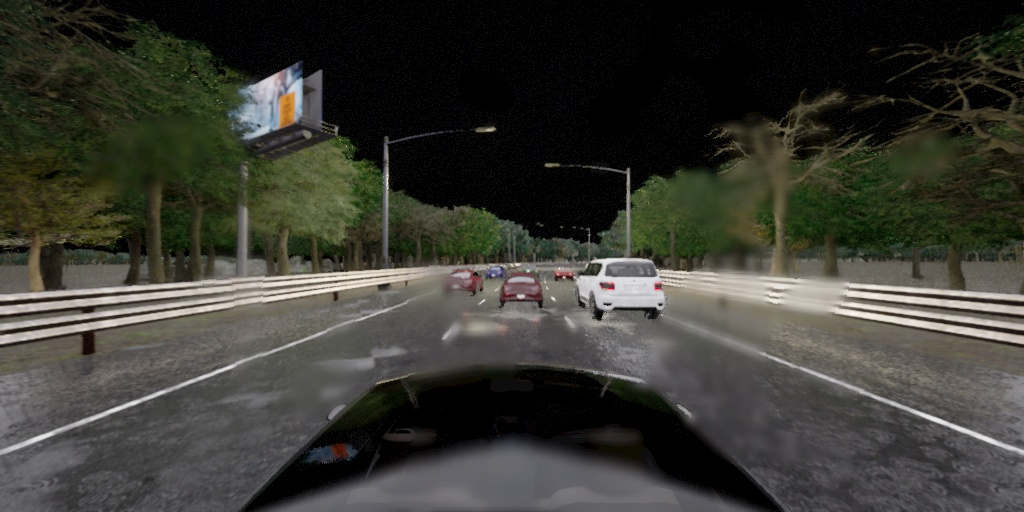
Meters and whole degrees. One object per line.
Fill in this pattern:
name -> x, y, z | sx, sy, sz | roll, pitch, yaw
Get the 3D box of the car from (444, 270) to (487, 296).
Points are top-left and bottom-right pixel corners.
car -> -2.827, 1.542, 21.541 | 1.812, 1.442, 4.674 | 0, -1, 3

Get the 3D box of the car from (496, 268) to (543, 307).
car -> 0.448, 1.477, 16.622 | 1.812, 1.442, 4.674 | 0, -1, 2

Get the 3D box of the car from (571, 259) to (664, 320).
car -> 3.828, 1.133, 13.597 | 2.150, 2.045, 5.566 | 0, -1, 2

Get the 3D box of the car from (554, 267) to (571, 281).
car -> 5.295, 1.839, 37.205 | 1.895, 1.301, 4.718 | 0, -1, 5

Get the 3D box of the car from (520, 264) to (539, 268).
car -> 1.794, 1.587, 37.199 | 2.097, 1.767, 4.553 | 0, -1, 5

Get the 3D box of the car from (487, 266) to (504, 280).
car -> -1.646, 1.770, 38.069 | 1.812, 1.442, 4.674 | 0, -1, 5
